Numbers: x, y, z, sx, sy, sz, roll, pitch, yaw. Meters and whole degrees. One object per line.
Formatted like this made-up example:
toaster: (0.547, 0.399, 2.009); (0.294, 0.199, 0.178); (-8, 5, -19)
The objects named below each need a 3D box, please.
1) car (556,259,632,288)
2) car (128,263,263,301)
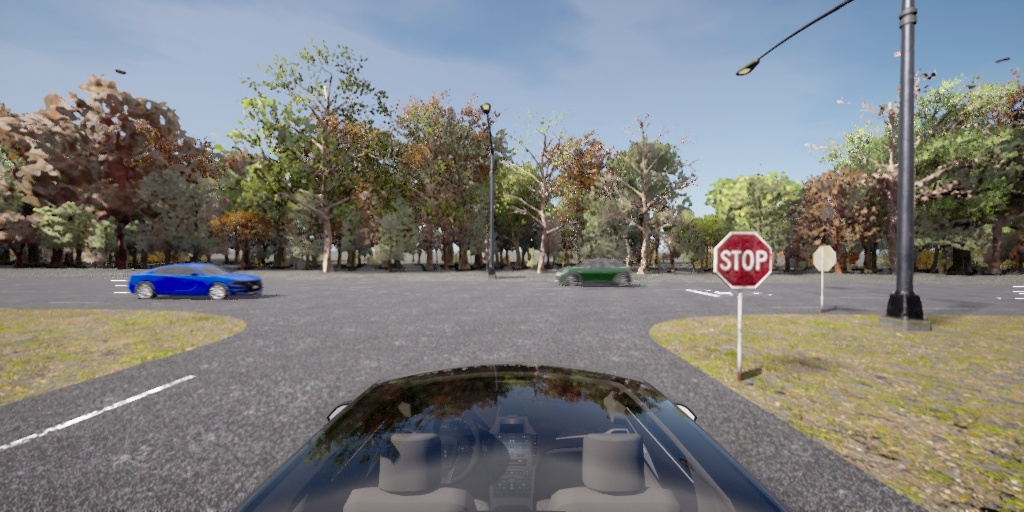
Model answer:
car: (5.068, 0.979, 22.572); (4.553, 1.767, 2.097); (0, 0, 0)
car: (-13.705, 1.067, 15.707); (5.008, 1.535, 1.882); (0, 0, 1)
